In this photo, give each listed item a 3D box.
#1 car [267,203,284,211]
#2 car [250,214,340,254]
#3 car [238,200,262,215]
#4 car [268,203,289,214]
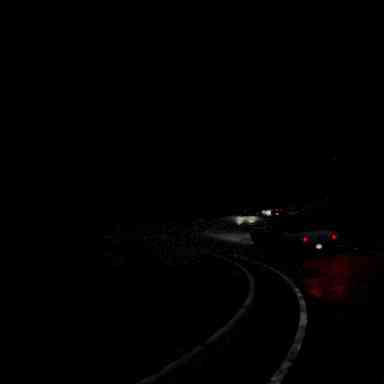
[{"bbox_3d":[15.258,2.651,60.579,1.895,1.301,4.718,-2,-1,27],"label":"car"},{"bbox_3d":[4.391,1.924,15.200,1.895,1.301,4.718,-2,-1,-15],"label":"car"},{"bbox_3d":[8.108,2.181,45.974,2.150,2.045,5.566,-2,-2,26],"label":"car"},{"bbox_3d":[12.483,2.472,47.097,2.033,1.411,5.357,-2,-1,25],"label":"car"}]
